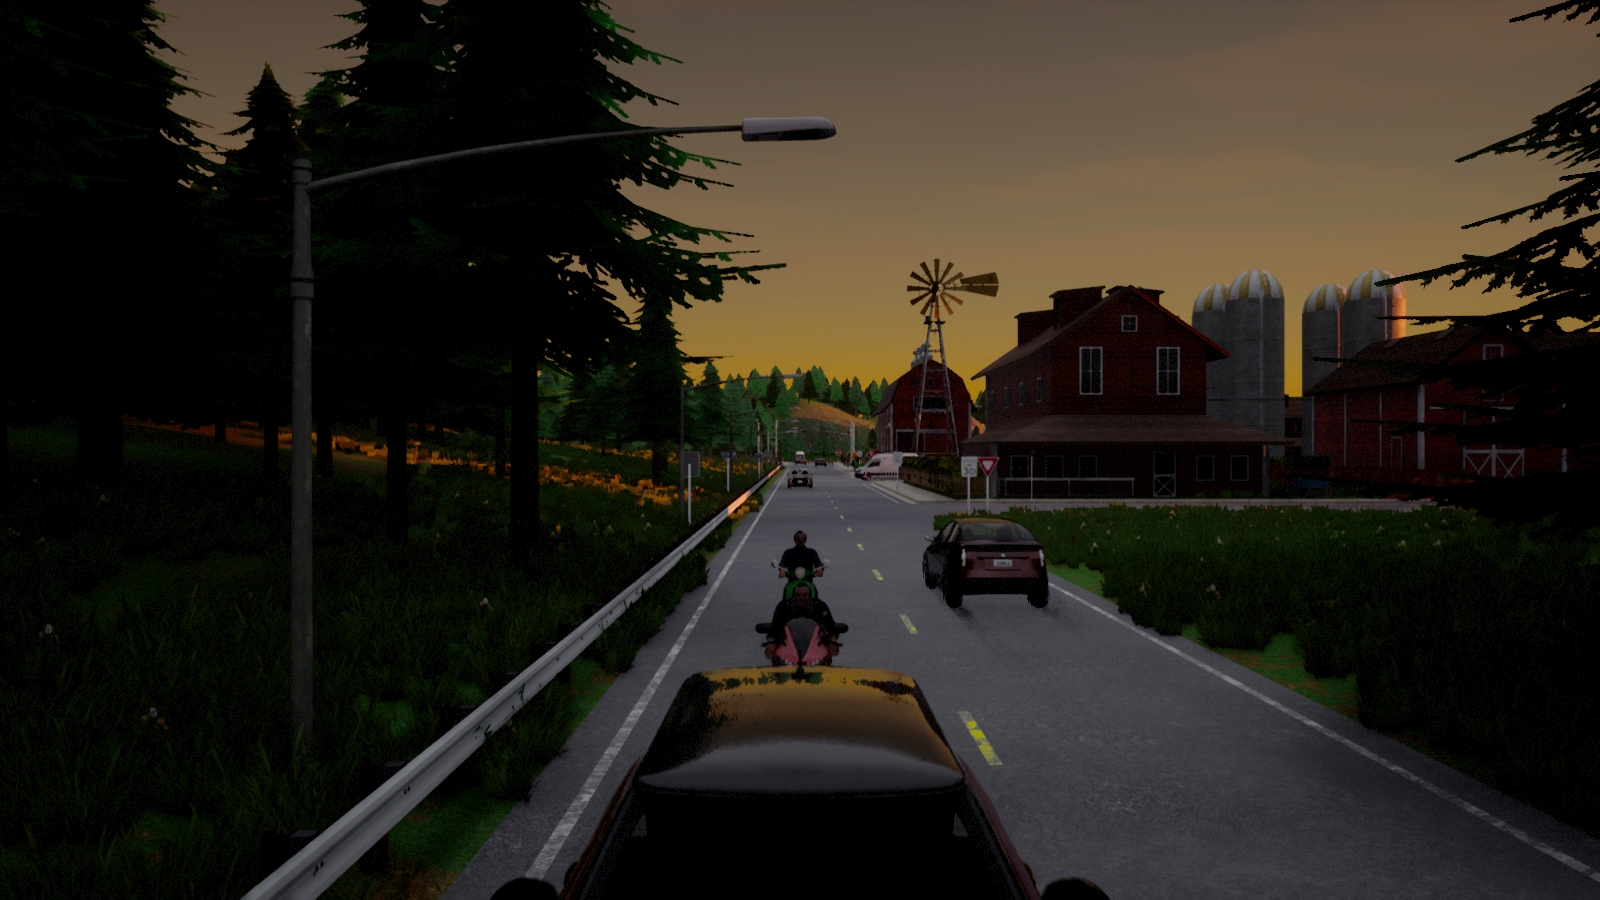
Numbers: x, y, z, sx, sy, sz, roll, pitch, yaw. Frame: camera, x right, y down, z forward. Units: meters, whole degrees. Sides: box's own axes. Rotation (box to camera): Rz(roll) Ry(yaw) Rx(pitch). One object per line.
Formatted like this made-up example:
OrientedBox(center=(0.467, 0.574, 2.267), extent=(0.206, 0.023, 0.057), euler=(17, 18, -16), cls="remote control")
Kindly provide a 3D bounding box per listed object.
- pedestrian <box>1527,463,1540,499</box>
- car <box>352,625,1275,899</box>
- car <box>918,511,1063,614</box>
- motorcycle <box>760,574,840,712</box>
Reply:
OrientedBox(center=(37.545, 1.578, 58.480), extent=(0.375, 1.860, 0.375), euler=(0, 0, -5), cls="pedestrian")
OrientedBox(center=(0.031, 1.908, 4.425), extent=(2.097, 1.767, 4.553), euler=(0, 0, 0), cls="car")
OrientedBox(center=(3.502, 2.049, 21.879), extent=(2.007, 1.525, 4.514), euler=(0, 0, 0), cls="car")
OrientedBox(center=(0.006, 2.211, 13.458), extent=(0.867, 1.251, 2.209), euler=(0, 0, 0), cls="motorcycle")
